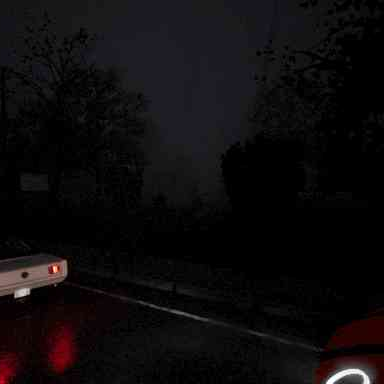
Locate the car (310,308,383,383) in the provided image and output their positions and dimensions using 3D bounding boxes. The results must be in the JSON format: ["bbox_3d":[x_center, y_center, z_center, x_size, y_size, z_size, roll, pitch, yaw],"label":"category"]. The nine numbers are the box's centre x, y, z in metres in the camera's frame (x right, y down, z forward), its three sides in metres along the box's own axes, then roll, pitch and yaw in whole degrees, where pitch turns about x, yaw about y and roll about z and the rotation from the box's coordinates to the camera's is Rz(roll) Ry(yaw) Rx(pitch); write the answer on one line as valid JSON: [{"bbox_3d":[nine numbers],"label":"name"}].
[{"bbox_3d":[3.031,1.352,1.866,4.553,1.767,2.097,0,0,35],"label":"car"}]

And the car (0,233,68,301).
[{"bbox_3d":[-4.993,1.602,7.541,4.718,1.301,1.895,0,0,35],"label":"car"}]
